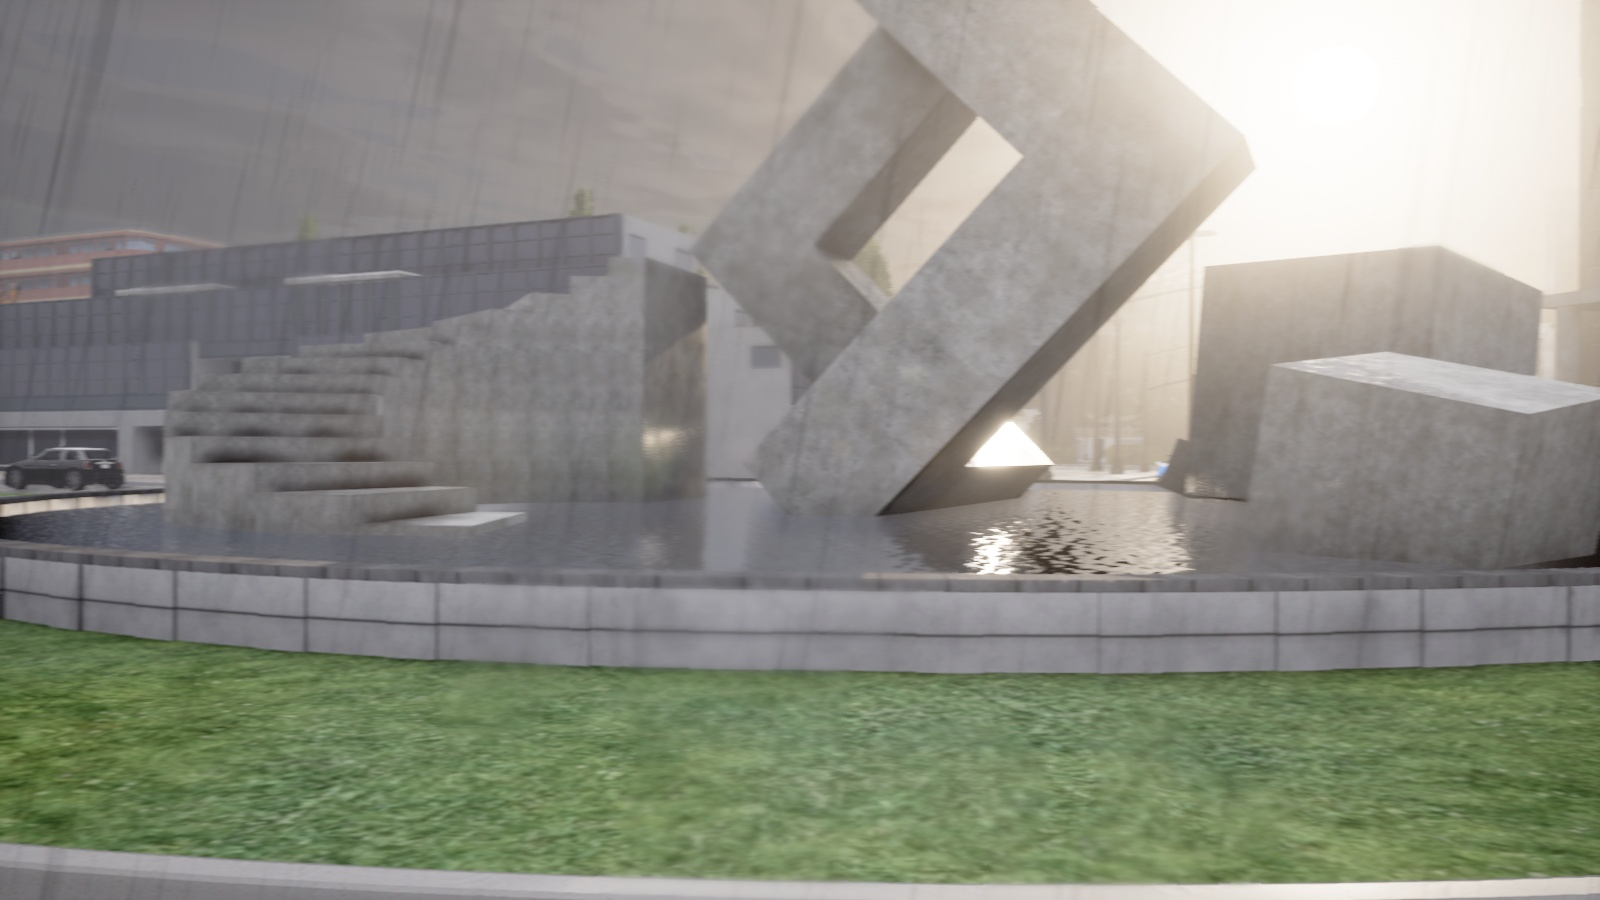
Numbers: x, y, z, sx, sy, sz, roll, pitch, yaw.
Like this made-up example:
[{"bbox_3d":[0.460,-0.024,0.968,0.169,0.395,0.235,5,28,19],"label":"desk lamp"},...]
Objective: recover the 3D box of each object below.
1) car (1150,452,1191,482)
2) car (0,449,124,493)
[{"bbox_3d":[17.256,0.785,58.473,1.481,1.376,2.207,0,0,25],"label":"car"},{"bbox_3d":[-25.884,0.718,43.787,3.806,1.475,1.970,0,0,17],"label":"car"}]
